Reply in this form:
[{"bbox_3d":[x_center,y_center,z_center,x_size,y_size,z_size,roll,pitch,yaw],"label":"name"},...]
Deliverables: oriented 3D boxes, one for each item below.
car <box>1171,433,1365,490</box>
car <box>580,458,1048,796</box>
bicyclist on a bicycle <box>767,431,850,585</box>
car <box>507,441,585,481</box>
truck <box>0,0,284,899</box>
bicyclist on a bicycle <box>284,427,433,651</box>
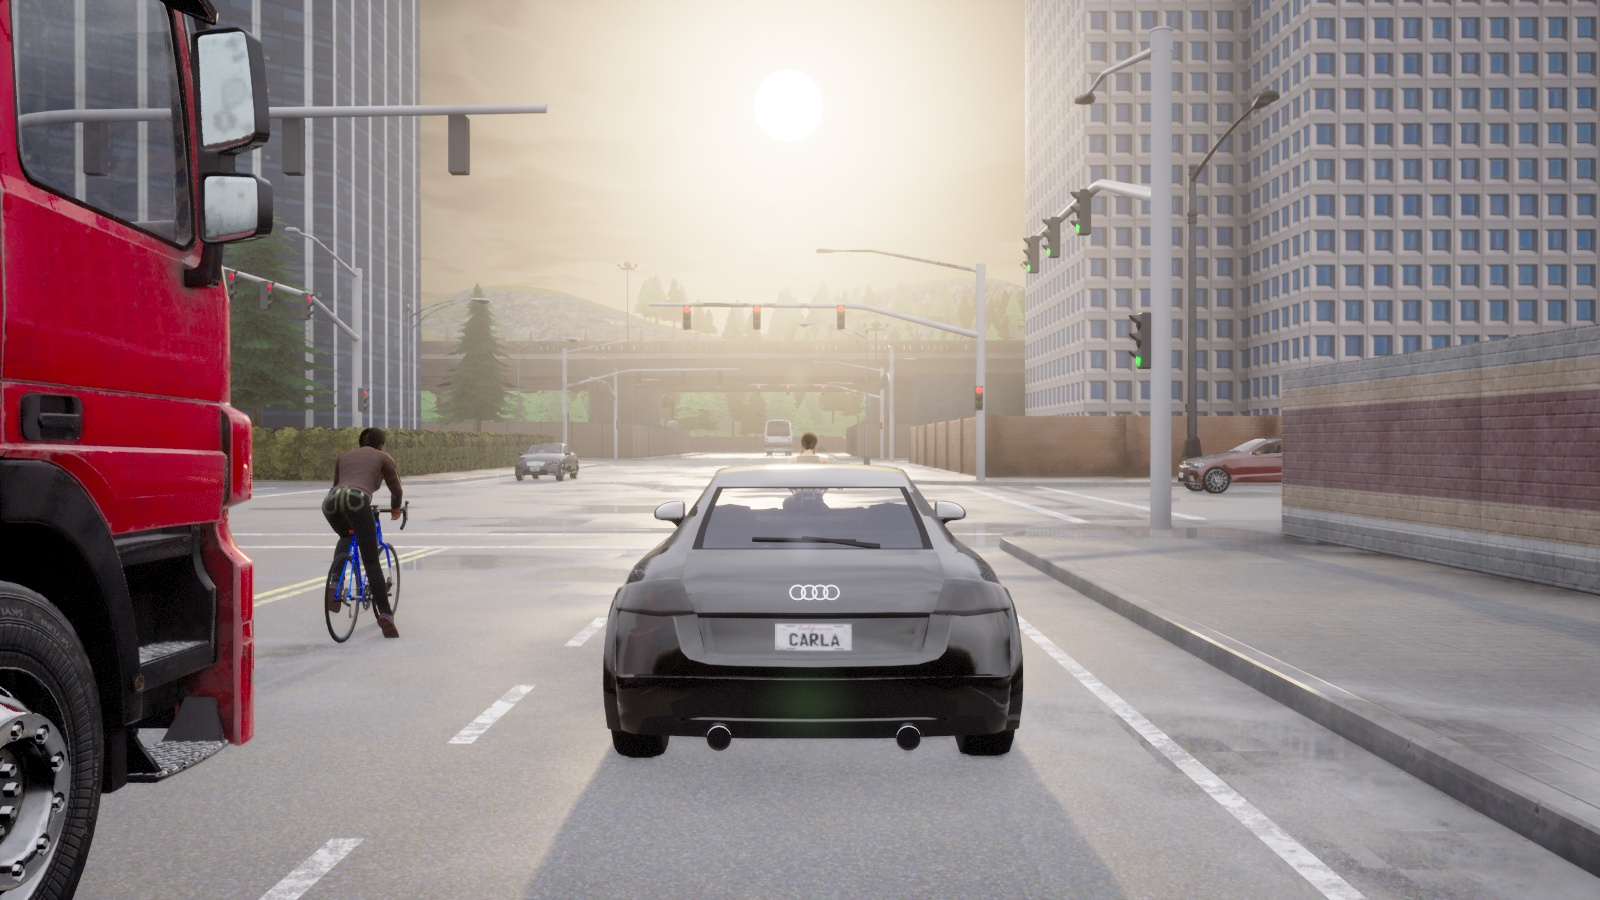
[{"bbox_3d":[13.928,0.324,37.603,5.027,1.651,2.152,0,0,1],"label":"car"},{"bbox_3d":[0.060,0.768,7.443,1.994,1.385,4.181,0,0,0],"label":"car"},{"bbox_3d":[0.093,0.604,13.963,0.866,1.612,1.509,0,0,0],"label":"bicyclist on a bicycle"},{"bbox_3d":[-10.185,0.408,50.752,2.128,1.511,4.902,0,0,0],"label":"car"},{"bbox_3d":[-3.478,-0.243,0.926,2.891,3.462,7.936,0,0,0],"label":"truck"},{"bbox_3d":[-3.426,0.641,9.893,0.582,1.620,1.656,0,0,0],"label":"bicyclist on a bicycle"}]
